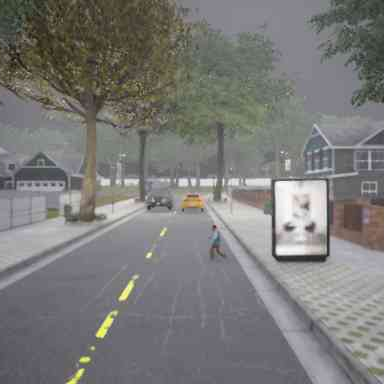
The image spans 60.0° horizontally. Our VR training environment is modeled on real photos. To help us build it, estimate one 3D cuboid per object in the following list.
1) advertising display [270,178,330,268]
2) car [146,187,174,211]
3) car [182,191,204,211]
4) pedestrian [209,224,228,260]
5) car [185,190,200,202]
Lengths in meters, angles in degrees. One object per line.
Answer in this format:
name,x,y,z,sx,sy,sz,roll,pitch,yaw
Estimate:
advertising display,2.990,0.843,9.216,1.540,2.440,0.280,-1,0,0
car,-2.856,0.577,30.807,2.150,2.045,5.566,0,1,0
car,0.075,0.841,30.484,1.882,1.535,5.008,0,1,0
pedestrian,0.717,1.479,9.862,0.500,1.100,0.500,1,0,-15
car,0.064,0.532,45.185,1.812,1.442,4.674,0,1,0
